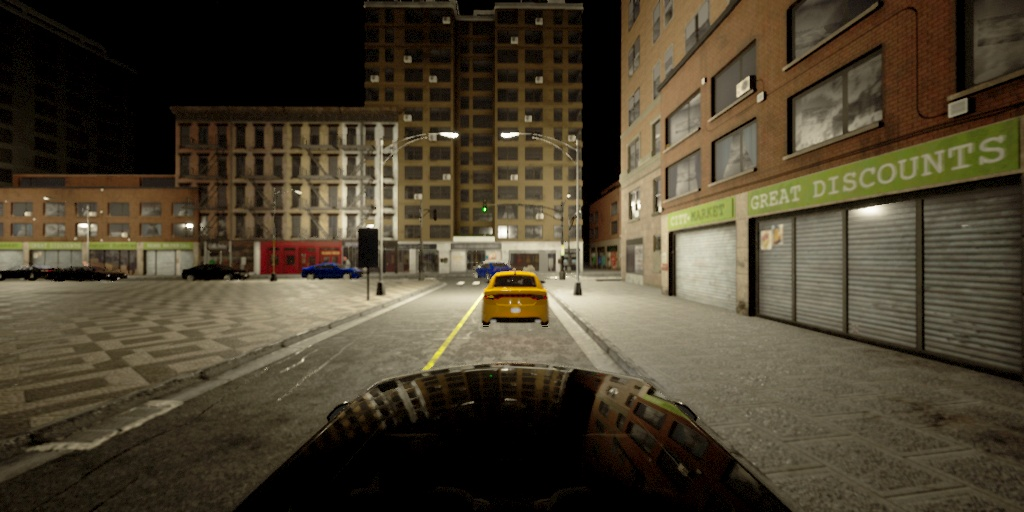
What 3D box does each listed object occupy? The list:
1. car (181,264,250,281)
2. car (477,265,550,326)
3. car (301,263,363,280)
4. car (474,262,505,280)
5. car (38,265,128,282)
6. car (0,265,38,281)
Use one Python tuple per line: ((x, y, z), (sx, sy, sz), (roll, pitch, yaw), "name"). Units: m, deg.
((-25.507, 1.422, 30.975), (5.008, 1.535, 1.882), (0, 0, -1), "car")
((0.094, 1.233, 11.703), (1.882, 1.535, 5.008), (0, 0, 0), "car")
((-15.534, 1.351, 31.113), (5.008, 1.535, 1.882), (0, 0, 0), "car")
((-1.616, 1.238, 29.594), (1.882, 1.535, 5.008), (1, 0, -24), "car")
((-36.542, 1.561, 30.836), (5.357, 1.411, 2.033), (0, 0, -1), "car")
((-45.673, 1.570, 33.859), (4.902, 1.511, 2.128), (0, 0, 0), "car")
